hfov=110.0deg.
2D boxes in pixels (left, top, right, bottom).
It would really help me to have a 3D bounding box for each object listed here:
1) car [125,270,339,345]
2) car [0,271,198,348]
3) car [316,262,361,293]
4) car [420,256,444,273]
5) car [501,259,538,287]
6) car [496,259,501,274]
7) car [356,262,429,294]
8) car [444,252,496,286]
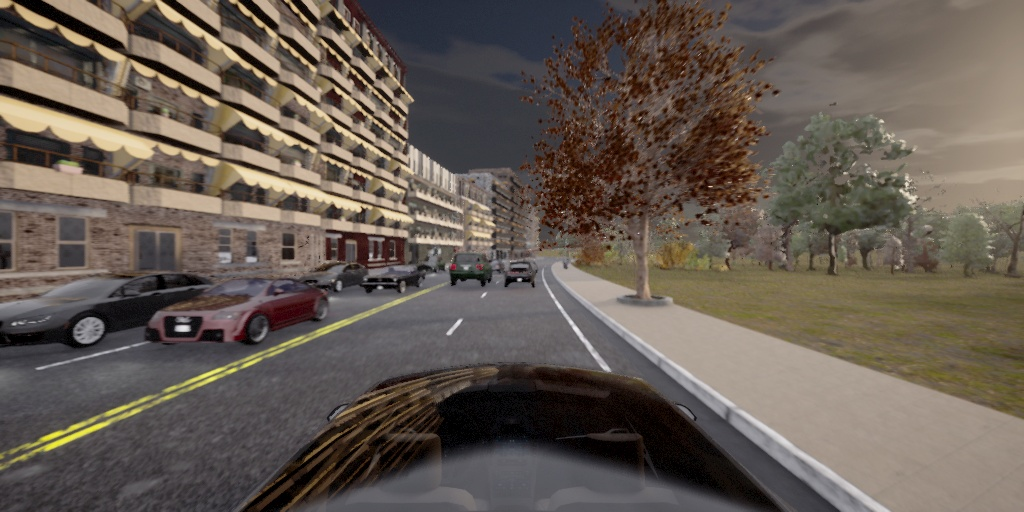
[{"bbox_3d":[-6.489,1.230,9.086,1.994,1.385,4.181,0,0,1],"label":"car"},{"bbox_3d":[-9.742,1.161,9.025,1.837,1.490,4.892,0,0,1],"label":"car"},{"bbox_3d":[-9.415,1.080,19.377,1.837,1.490,4.892,0,0,3],"label":"car"},{"bbox_3d":[-8.285,0.811,37.066,2.097,1.767,4.553,0,1,5],"label":"car"},{"bbox_3d":[0.553,1.089,22.751,1.837,1.490,4.892,0,0,3],"label":"car"},{"bbox_3d":[-1.747,1.037,36.349,2.033,1.411,5.357,0,0,5],"label":"car"},{"bbox_3d":[-6.170,1.188,19.220,1.895,1.301,4.718,0,0,3],"label":"car"},{"bbox_3d":[-2.547,0.789,23.407,2.150,2.045,5.566,0,0,3],"label":"car"}]
